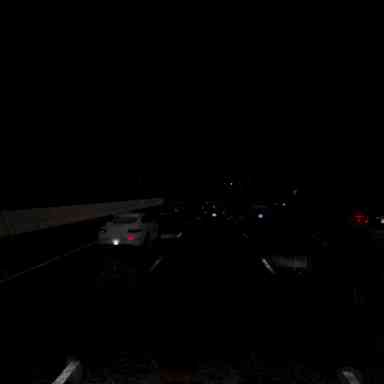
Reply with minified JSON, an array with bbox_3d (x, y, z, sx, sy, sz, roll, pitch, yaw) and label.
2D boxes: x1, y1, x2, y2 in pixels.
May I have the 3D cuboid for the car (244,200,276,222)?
[{"bbox_3d":[5.322,1.631,27.314,1.812,1.442,4.674,0,0,4],"label":"car"}]

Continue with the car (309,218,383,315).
[{"bbox_3d":[4.095,1.566,7.455,1.812,1.442,4.674,0,0,3],"label":"car"}]

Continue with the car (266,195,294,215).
[{"bbox_3d":[9.397,1.370,35.976,2.150,2.045,5.566,0,0,4],"label":"car"}]

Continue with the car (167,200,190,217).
[{"bbox_3d":[-1.304,1.571,33.262,1.882,1.535,5.008,0,0,4],"label":"car"}]

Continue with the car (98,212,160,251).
[{"bbox_3d":[-2.547,1.557,14.120,1.812,1.442,4.674,0,0,4],"label":"car"}]

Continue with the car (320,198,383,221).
[{"bbox_3d":[8.117,1.307,16.386,2.150,2.045,5.566,0,0,4],"label":"car"}]

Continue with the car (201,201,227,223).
[{"bbox_3d":[1.748,1.649,26.267,1.994,1.385,4.181,0,0,4],"label":"car"}]
